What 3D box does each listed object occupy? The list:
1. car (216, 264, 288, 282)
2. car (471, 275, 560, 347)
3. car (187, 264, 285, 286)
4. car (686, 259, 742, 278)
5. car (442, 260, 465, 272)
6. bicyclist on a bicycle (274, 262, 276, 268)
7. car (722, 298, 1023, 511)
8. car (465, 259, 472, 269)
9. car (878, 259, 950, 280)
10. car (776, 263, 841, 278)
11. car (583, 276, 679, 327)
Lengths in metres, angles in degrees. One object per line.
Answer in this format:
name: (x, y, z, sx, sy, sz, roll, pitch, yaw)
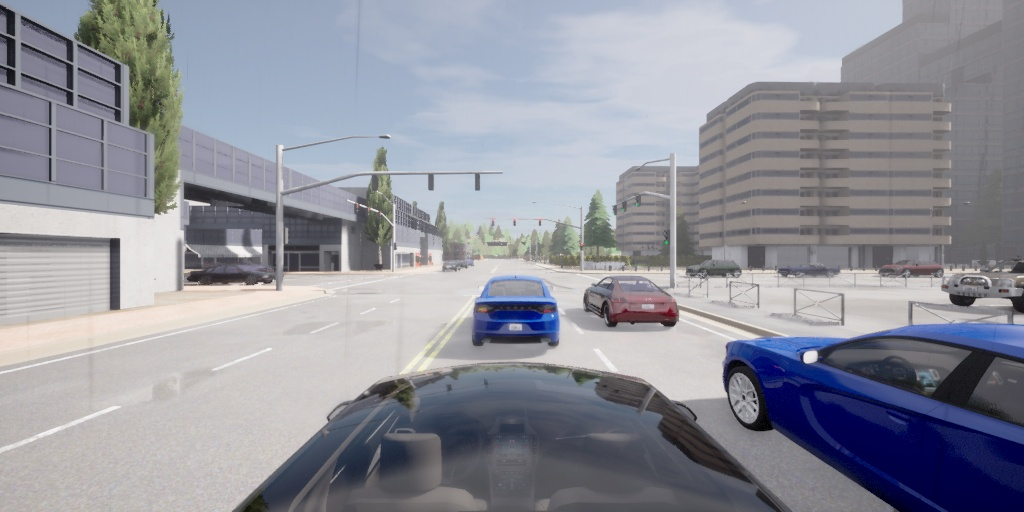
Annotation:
car: (-20.348, 1.314, 28.214, 4.181, 1.385, 1.994, 0, 0, -1)
car: (0.093, 1.228, 9.408, 1.882, 1.535, 5.008, 0, 0, 0)
car: (-19.062, 1.297, 24.731, 5.357, 1.411, 2.033, 0, 0, -1)
car: (18.684, 1.102, 33.376, 4.553, 1.767, 2.097, 0, 0, -1)
car: (-7.851, 1.241, 46.801, 2.128, 1.511, 4.902, 0, 0, 0)
bicyclist on a bicycle: (-25.843, 1.053, 39.622, 0.582, 1.620, 1.656, 0, 0, -1)
car: (3.603, 1.228, 2.557, 1.882, 1.535, 5.008, 0, 0, 0)
car: (-7.991, 1.314, 56.761, 1.994, 1.385, 4.181, 0, 0, -1)
car: (37.467, 1.102, 33.749, 4.553, 1.767, 2.097, 0, 0, -1)
car: (27.671, 1.351, 33.562, 4.718, 1.301, 1.895, 0, 0, -1)
car: (3.602, 1.314, 11.541, 1.994, 1.385, 4.181, 0, 0, 0)
